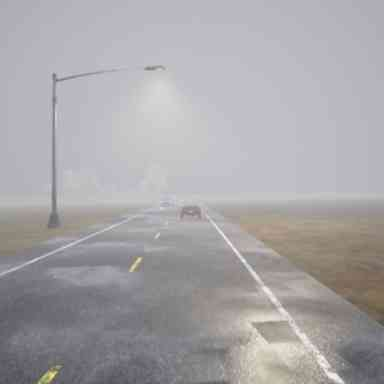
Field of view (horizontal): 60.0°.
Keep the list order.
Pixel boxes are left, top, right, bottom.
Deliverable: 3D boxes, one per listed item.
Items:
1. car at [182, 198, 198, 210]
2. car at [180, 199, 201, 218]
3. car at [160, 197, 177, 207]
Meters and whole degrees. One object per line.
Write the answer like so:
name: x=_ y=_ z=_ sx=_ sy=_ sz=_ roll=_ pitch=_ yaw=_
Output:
car: x=-0.342 y=1.699 z=46.923 sx=2.128 sy=1.511 sz=4.902 roll=0 pitch=0 yaw=-1
car: x=-0.122 y=1.613 z=32.211 sx=1.882 sy=1.535 sz=5.008 roll=0 pitch=0 yaw=-1
car: x=-4.175 y=1.610 z=56.358 sx=2.097 sy=1.767 sz=4.553 roll=0 pitch=0 yaw=-1
